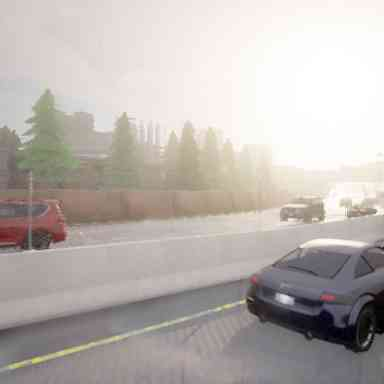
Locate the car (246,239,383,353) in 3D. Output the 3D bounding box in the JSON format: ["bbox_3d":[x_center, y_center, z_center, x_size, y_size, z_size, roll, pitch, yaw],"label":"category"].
[{"bbox_3d":[2.962,1.602,6.317,4.181,1.385,1.994,0,0,-39],"label":"car"}]

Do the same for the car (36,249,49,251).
[{"bbox_3d":[-7.351,1.289,11.781,5.566,2.045,2.150,0,0,-37],"label":"car"}]

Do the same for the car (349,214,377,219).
[{"bbox_3d":[15.045,1.776,29.385,1.895,1.301,4.718,0,0,36],"label":"car"}]
